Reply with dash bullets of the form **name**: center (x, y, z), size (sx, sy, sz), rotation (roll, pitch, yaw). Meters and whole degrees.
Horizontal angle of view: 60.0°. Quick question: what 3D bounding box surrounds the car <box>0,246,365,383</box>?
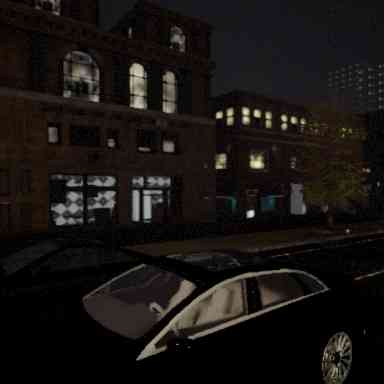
- **car**: center (-0.004, 1.491, 3.684), size (4.902, 1.511, 2.128), rotation (0, 0, -36)

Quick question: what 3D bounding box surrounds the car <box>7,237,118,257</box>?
- **car**: center (-2.394, 1.563, 5.970), size (4.181, 1.385, 1.994), rotation (0, 0, -36)
